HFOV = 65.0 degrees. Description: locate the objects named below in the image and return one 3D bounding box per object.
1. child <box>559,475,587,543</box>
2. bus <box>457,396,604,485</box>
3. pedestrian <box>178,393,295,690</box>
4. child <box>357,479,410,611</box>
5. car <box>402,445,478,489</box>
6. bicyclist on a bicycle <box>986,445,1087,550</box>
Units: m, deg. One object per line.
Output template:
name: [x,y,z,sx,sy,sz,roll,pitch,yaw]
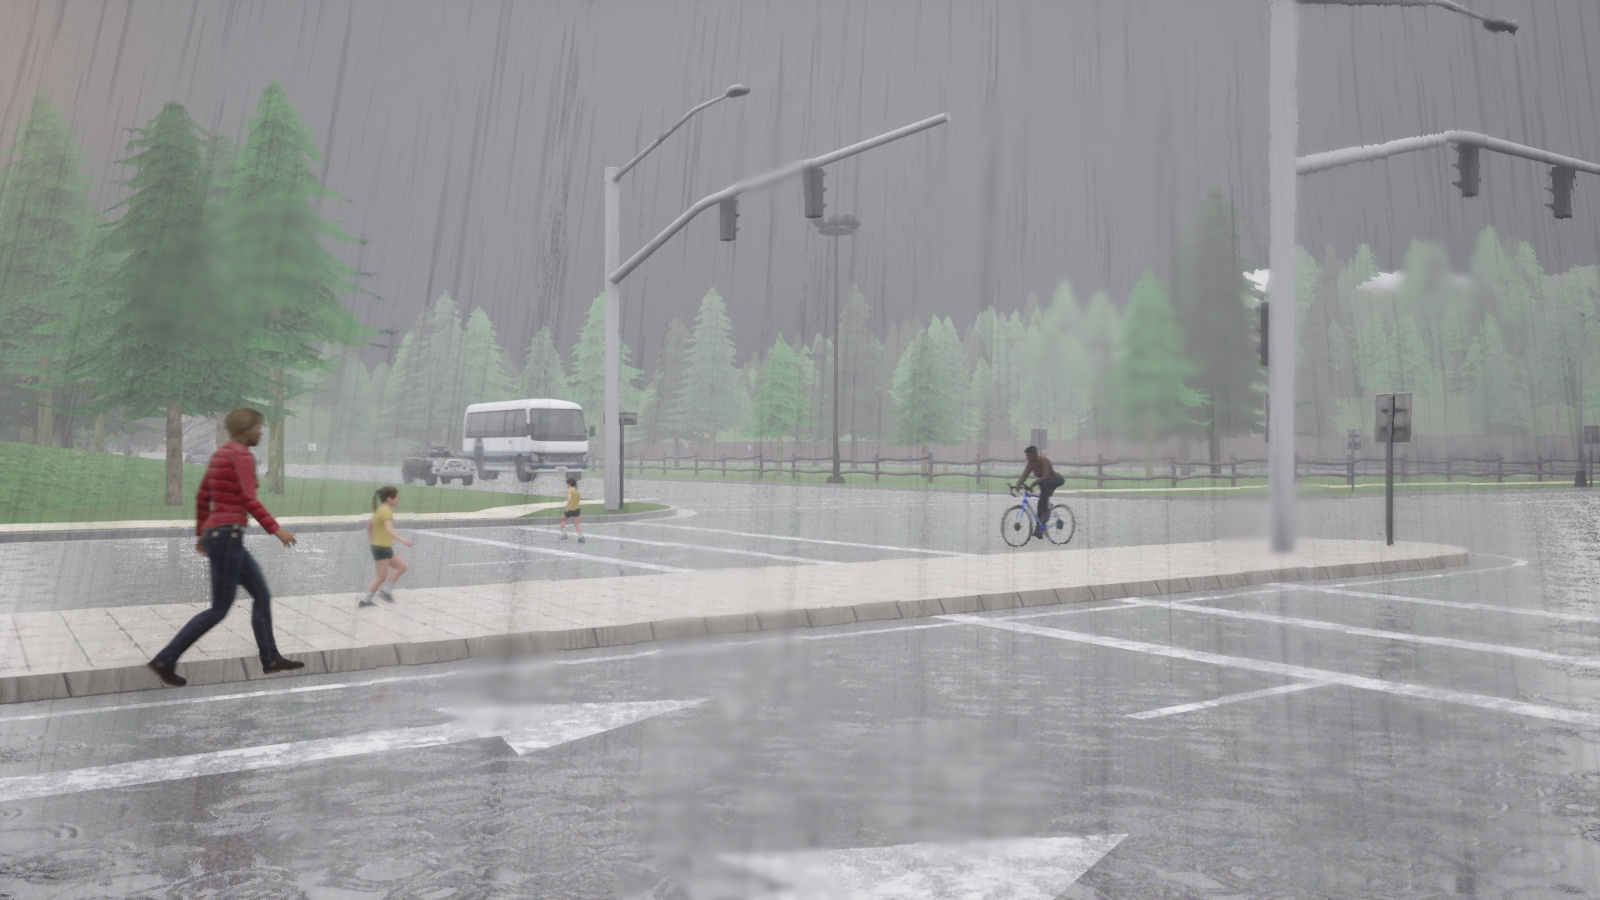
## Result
child: [-3.780,0.983,20.926,0.394,1.110,0.255,0,0,40]
bus: [-14.315,-0.440,65.949,3.944,4.253,10.273,0,0,-34]
pedestrian: [-3.644,0.569,8.127,0.636,1.846,0.331,0,0,-35]
child: [-3.613,0.815,10.886,0.394,1.110,0.255,0,0,-30]
car: [-16.157,0.733,56.246,1.932,1.855,4.605,0,0,-34]
bicyclist on a bicycle: [3.823,0.739,20.239,1.656,1.620,0.582,0,0,-34]
